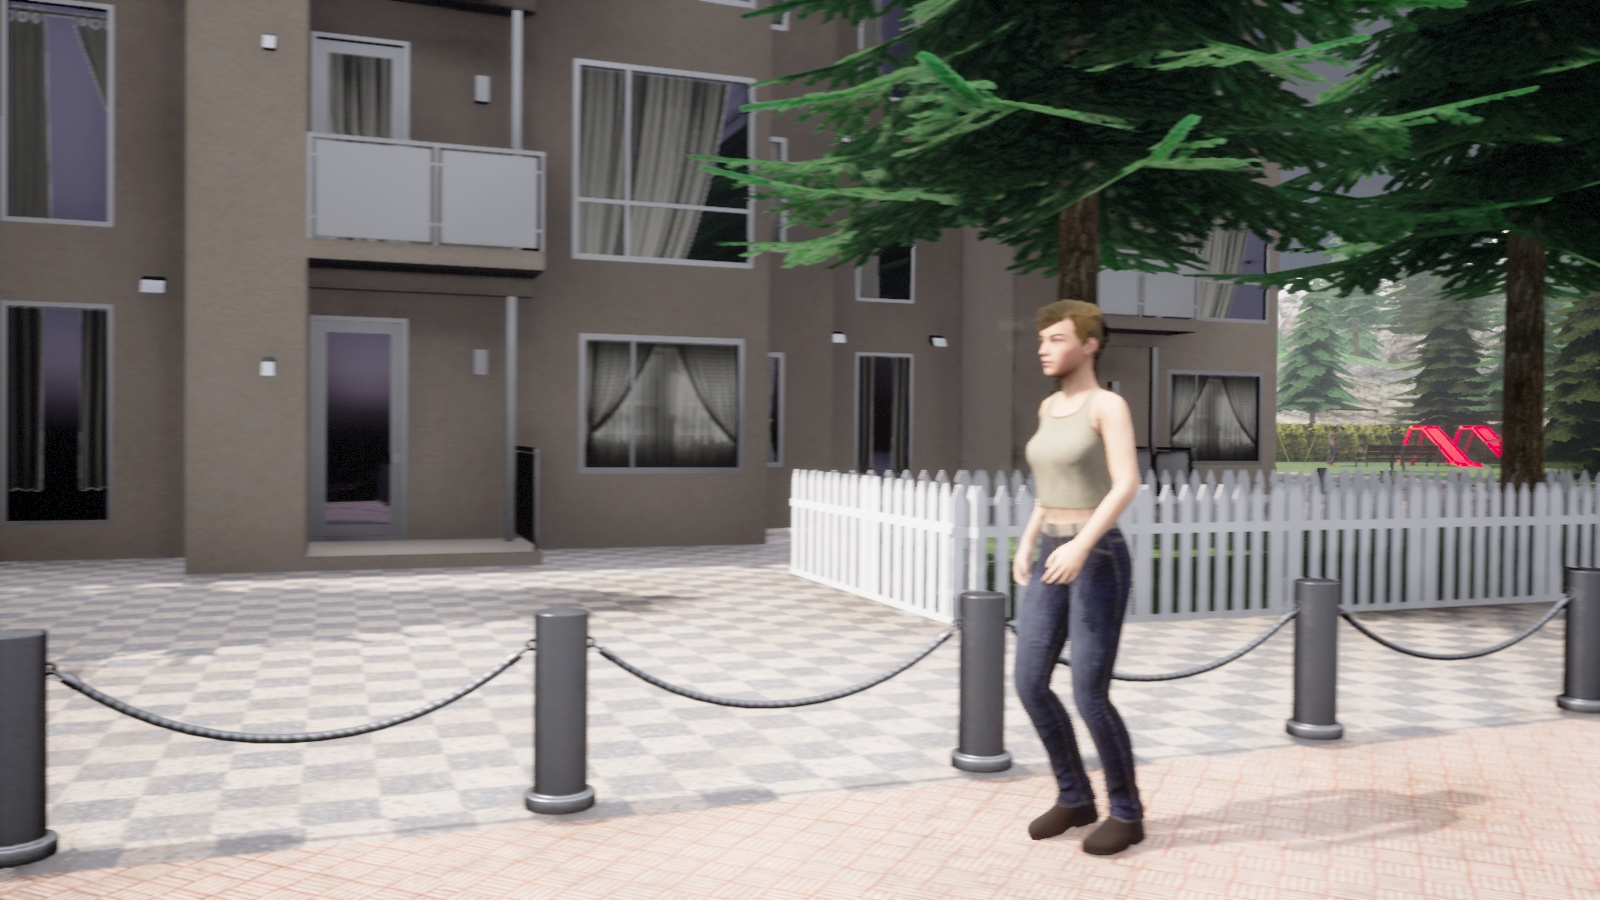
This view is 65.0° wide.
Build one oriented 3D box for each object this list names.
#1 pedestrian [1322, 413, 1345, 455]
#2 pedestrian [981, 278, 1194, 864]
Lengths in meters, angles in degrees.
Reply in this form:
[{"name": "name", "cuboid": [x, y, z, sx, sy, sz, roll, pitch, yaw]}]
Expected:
[{"name": "pedestrian", "cuboid": [23.424, -0.707, 55.160, 0.869, 1.805, 0.328, 0, 1, 42]}, {"name": "pedestrian", "cuboid": [0.958, 0.375, 4.197, 0.594, 1.836, 0.345, -1, 1, -23]}]
